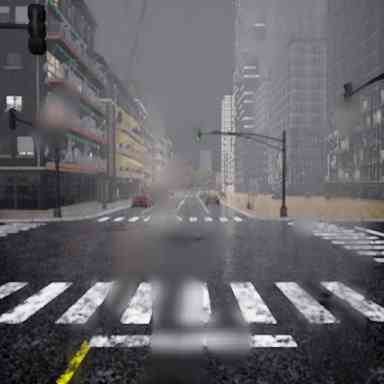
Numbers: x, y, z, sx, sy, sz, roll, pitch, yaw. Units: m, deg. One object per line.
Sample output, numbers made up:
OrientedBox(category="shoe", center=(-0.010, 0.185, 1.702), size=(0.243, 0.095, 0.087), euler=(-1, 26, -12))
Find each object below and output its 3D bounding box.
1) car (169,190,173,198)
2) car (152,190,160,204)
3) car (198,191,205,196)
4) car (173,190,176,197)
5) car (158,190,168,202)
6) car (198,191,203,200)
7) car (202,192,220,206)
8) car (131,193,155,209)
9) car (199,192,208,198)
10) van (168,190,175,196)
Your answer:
OrientedBox(category="car", center=(-5.736, 0.737, 71.503), size=(1.802, 1.307, 4.206), euler=(-1, 1, 0))
OrientedBox(category="car", center=(-5.724, 0.923, 43.258), size=(1.967, 1.590, 4.097), euler=(-1, 1, 0))
OrientedBox(category="car", center=(2.599, 0.418, 94.328), size=(1.752, 1.417, 4.829), euler=(-1, 1, 0))
OrientedBox(category="car", center=(-5.748, 0.275, 88.445), size=(2.192, 1.841, 5.009), euler=(-1, 1, 0))
OrientedBox(category="car", center=(-5.731, 0.666, 54.554), size=(2.192, 1.841, 5.009), euler=(-1, 1, 0))
OrientedBox(category="car", center=(2.614, 0.770, 65.915), size=(2.008, 1.369, 4.403), euler=(-1, 1, 0))
OrientedBox(category="car", center=(2.625, 1.027, 43.320), size=(1.887, 1.381, 4.507), euler=(-1, 1, 0))
OrientedBox(category="car", center=(-5.719, 1.094, 37.610), size=(1.887, 1.381, 4.507), euler=(-1, 1, 0))
OrientedBox(category="car", center=(2.609, 0.634, 77.212), size=(1.887, 1.381, 4.507), euler=(-1, 1, 0))
OrientedBox(category="van", center=(-5.750, 0.237, 94.093), size=(1.690, 1.788, 3.998), euler=(-1, 1, 0))
